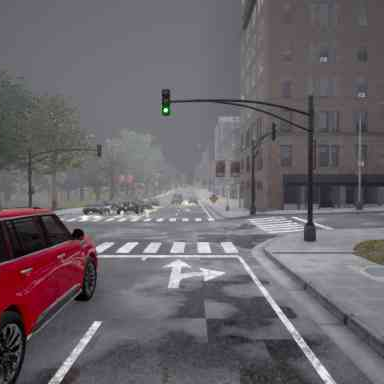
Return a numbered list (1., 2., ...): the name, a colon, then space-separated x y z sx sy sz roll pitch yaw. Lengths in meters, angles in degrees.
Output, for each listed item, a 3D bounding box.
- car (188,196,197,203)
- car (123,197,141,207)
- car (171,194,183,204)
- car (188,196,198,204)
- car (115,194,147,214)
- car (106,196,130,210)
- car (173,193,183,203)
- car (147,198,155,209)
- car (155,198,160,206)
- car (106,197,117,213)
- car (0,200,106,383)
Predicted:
1. car: 0.092 1.646 75.301 1.837 1.490 4.892 0 0 0
2. car: -9.772 1.590 54.682 2.128 1.511 4.902 0 0 0
3. car: -3.072 1.675 64.616 2.033 1.411 5.357 0 0 0
4. car: 0.181 1.676 65.028 2.033 1.411 5.357 0 0 0
5. car: -6.558 1.263 35.820 2.150 2.045 5.566 0 0 0
6. car: -9.795 1.417 44.466 2.097 1.767 4.553 0 0 0
7. car: -3.157 1.371 75.305 2.150 2.045 5.566 0 0 0
8. car: -6.546 1.594 45.575 1.812 1.442 4.674 0 0 0
9. car: -6.507 1.665 55.440 1.994 1.385 4.181 0 0 1
10. car: -9.810 1.586 34.935 2.033 1.411 5.357 0 0 0
11. car: -3.120 1.222 5.159 2.150 2.045 5.566 0 0 -2
